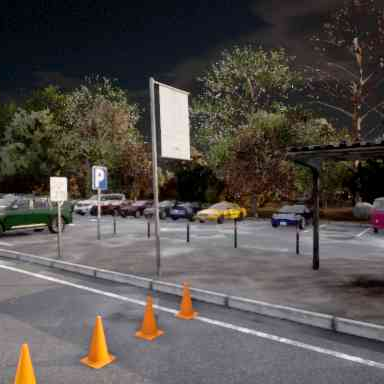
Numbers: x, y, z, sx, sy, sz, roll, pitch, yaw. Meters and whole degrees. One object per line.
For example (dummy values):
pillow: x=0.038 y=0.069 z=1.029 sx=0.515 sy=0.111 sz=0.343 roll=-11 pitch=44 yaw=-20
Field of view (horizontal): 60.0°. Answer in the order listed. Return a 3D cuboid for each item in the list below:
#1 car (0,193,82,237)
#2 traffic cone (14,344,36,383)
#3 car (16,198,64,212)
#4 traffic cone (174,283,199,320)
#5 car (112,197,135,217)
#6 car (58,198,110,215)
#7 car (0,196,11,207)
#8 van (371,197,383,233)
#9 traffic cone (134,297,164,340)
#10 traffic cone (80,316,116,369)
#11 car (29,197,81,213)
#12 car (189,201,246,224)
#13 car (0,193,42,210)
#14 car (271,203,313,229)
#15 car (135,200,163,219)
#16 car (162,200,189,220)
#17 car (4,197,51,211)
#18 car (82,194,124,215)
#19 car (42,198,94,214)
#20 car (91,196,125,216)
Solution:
car: x=-8.965 y=1.220 z=17.326 sx=2.435 sy=2.045 sz=5.566 roll=0 pitch=0 yaw=35
traffic cone: x=-1.824 y=1.957 z=3.627 sx=0.340 sy=0.580 sz=0.340 roll=0 pitch=0 yaw=35
car: x=-18.058 y=1.467 z=39.696 sx=2.163 sy=1.488 sz=4.792 roll=0 pitch=0 yaw=35
traffic cone: x=-0.099 y=1.957 z=6.076 sx=0.340 sy=0.580 sz=0.340 roll=0 pitch=0 yaw=36
car: x=-4.410 y=1.468 z=30.152 sx=2.097 sy=1.535 sz=5.008 roll=0 pitch=0 yaw=35
car: x=-11.230 y=1.460 z=34.928 sx=2.231 sy=1.521 sz=4.892 roll=0 pitch=0 yaw=35
car: x=-29.296 y=1.330 z=47.853 sx=1.946 sy=1.575 sz=5.366 roll=1 pitch=0 yaw=35
van: x=11.552 y=1.263 z=19.075 sx=1.878 sy=1.987 sz=4.442 roll=0 pitch=0 yaw=35
traffic cone: x=-0.674 y=1.957 z=5.260 sx=0.340 sy=0.580 sz=0.340 roll=0 pitch=0 yaw=35
traffic cone: x=-1.249 y=1.957 z=4.443 sx=0.340 sy=0.580 sz=0.340 roll=0 pitch=0 yaw=35
car: x=-15.666 y=1.442 z=38.277 sx=1.946 sy=1.575 sz=5.366 roll=0 pitch=0 yaw=35
car: x=2.293 y=1.474 z=25.210 sx=1.946 sy=1.575 sz=5.366 roll=0 pitch=0 yaw=35
car: x=-22.604 y=1.151 z=42.890 sx=2.435 sy=2.045 sz=5.566 roll=0 pitch=0 yaw=35
car: x=6.926 y=1.513 z=22.147 sx=2.163 sy=1.488 sz=4.792 roll=0 pitch=0 yaw=35
car: x=-2.138 y=1.472 z=28.557 sx=2.231 sy=1.521 sz=4.892 roll=0 pitch=0 yaw=35
car: x=0.145 y=1.503 z=26.981 sx=2.163 sy=1.488 sz=4.792 roll=0 pitch=0 yaw=35
car: x=-20.302 y=1.450 z=41.343 sx=2.163 sy=1.488 sz=4.792 roll=0 pitch=0 yaw=35
car: x=-8.973 y=1.210 z=33.315 sx=2.435 sy=2.045 sz=5.566 roll=0 pitch=0 yaw=35
car: x=-13.503 y=1.453 z=36.526 sx=2.097 sy=1.535 sz=5.008 roll=0 pitch=0 yaw=35
car: x=-6.682 y=1.465 z=31.747 sx=2.097 sy=1.535 sz=5.008 roll=0 pitch=0 yaw=35
